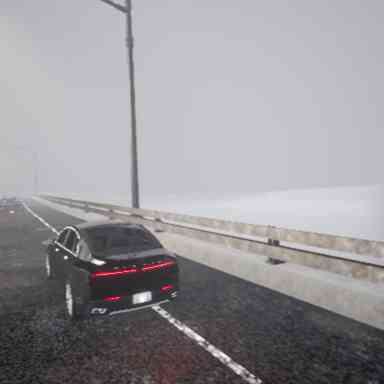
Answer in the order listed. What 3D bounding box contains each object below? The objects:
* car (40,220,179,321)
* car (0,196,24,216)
[{"bbox_3d":[-1.990,1.367,7.223,1.837,1.490,4.892,-3,2,-30],"label":"car"},{"bbox_3d":[-15.958,1.342,29.444,1.895,1.301,4.718,-3,2,-29],"label":"car"}]
